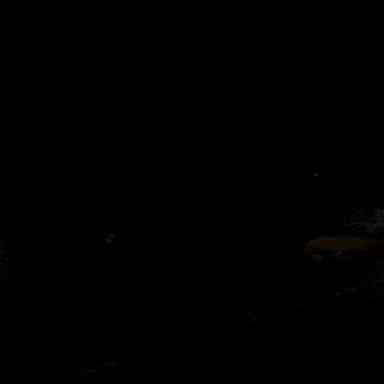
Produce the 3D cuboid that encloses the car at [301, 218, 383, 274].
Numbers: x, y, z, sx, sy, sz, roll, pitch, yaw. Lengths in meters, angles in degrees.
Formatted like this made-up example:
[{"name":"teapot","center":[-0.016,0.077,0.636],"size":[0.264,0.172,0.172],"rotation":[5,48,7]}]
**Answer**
[{"name":"car","center":[5.497,1.559,10.671],"size":[4.829,1.417,1.752],"rotation":[1,-1,-34]}]
